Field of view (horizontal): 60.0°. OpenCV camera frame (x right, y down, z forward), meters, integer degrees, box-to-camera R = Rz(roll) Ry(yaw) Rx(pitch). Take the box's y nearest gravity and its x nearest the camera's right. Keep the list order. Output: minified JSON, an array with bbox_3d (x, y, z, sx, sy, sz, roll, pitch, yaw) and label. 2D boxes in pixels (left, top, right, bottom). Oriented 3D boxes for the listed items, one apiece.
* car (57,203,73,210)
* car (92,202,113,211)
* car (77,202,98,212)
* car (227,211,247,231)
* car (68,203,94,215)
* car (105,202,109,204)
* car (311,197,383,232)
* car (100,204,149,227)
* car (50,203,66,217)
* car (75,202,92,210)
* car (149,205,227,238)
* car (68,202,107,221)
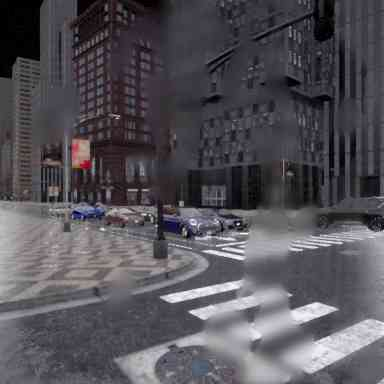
[{"bbox_3d":[-24.974,2.851,65.401,1.895,1.301,4.718,0,-1,-36],"label":"car"},{"bbox_3d":[-15.719,2.509,58.086,1.882,1.535,5.008,0,-1,-35],"label":"car"},{"bbox_3d":[-17.259,2.506,54.656,1.837,1.490,4.892,0,-1,-36],"label":"car"},{"bbox_3d":[1.712,1.861,22.331,1.994,1.385,4.181,0,-1,-36],"label":"car"},{"bbox_3d":[-15.573,2.353,46.492,2.128,1.511,4.902,0,-1,-35],"label":"car"},{"bbox_3d":[-9.534,2.153,38.000,2.128,1.511,4.902,0,-1,-36],"label":"car"},{"bbox_3d":[10.456,1.381,21.185,2.150,2.045,5.566,-1,-1,-40],"label":"car"},{"bbox_3d":[-5.514,1.976,26.825,1.812,1.442,4.674,0,-1,-36],"label":"car"},{"bbox_3d":[-16.680,2.417,42.432,1.895,1.301,4.718,0,-1,-35],"label":"car"},{"bbox_3d":[-21.714,2.752,66.434,1.812,1.442,4.674,0,-1,-36],"label":"car"},{"bbox_3d":[-0.361,1.636,19.612,2.097,1.767,4.553,0,-1,-35],"label":"car"},{"bbox_3d":[-10.910,2.103,34.342,1.882,1.535,5.008,0,-1,-36],"label":"car"}]
